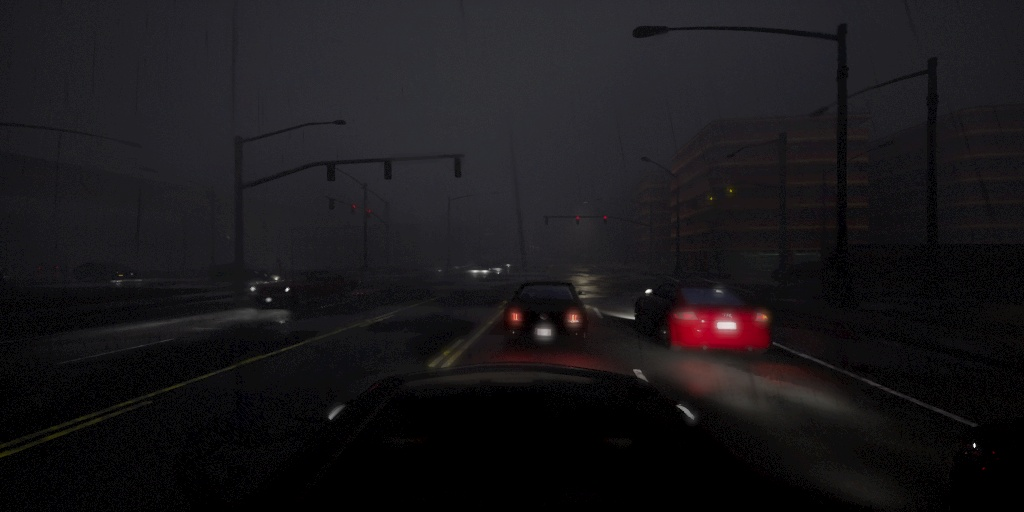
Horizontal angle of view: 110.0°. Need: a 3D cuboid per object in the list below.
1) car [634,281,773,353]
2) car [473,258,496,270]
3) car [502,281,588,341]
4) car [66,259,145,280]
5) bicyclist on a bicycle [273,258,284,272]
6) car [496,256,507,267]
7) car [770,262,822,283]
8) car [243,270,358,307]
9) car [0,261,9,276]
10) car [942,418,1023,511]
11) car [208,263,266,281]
[{"bbox_3d":[4.398,1.314,8.909,1.994,1.385,4.181,0,0,7],"label":"car"},{"bbox_3d":[-3.890,1.176,48.697,1.994,1.385,4.181,0,1,8],"label":"car"},{"bbox_3d":[0.994,1.351,9.908,1.895,1.301,4.718,0,0,8],"label":"car"},{"bbox_3d":[-34.417,1.250,30.481,4.892,1.490,1.837,1,0,7],"label":"car"},{"bbox_3d":[-26.429,1.053,40.569,0.582,1.620,1.656,0,0,7],"label":"bicyclist on a bicycle"},{"bbox_3d":[-2.546,1.064,58.551,1.895,1.301,4.718,0,1,8],"label":"car"},{"bbox_3d":[22.798,1.228,27.588,5.008,1.535,1.882,0,0,7],"label":"car"},{"bbox_3d":[-8.921,1.351,15.781,1.895,1.301,4.718,0,0,8],"label":"car"},{"bbox_3d":[-52.499,1.227,36.100,5.008,1.535,1.882,0,0,39],"label":"car"},{"bbox_3d":[3.640,1.242,0.196,2.128,1.511,4.902,0,0,1],"label":"car"},{"bbox_3d":[-22.036,1.276,29.017,4.674,1.442,1.812,0,0,7],"label":"car"}]
